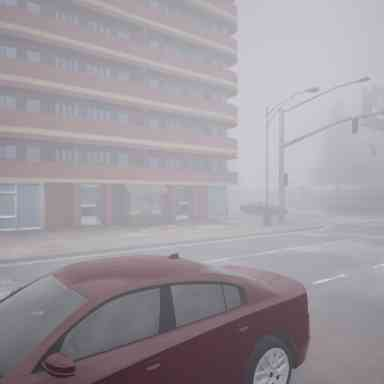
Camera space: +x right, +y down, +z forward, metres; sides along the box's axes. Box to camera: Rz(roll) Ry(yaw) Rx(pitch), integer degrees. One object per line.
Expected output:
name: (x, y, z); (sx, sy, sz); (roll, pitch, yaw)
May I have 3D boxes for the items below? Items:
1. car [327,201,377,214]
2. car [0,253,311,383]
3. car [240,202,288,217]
car: (17.094, 1.601, 35.835); (1.895, 1.301, 4.718); (0, 0, -34)
car: (-0.881, 1.478, 3.363); (5.008, 1.535, 1.882); (0, 0, -36)
car: (6.884, 1.601, 32.055); (1.895, 1.301, 4.718); (0, 0, -36)
